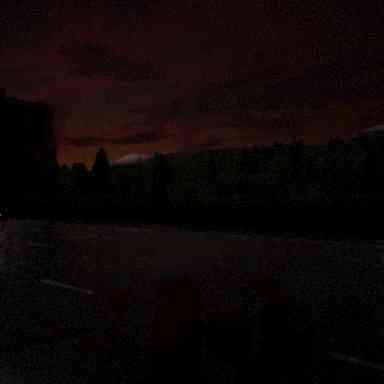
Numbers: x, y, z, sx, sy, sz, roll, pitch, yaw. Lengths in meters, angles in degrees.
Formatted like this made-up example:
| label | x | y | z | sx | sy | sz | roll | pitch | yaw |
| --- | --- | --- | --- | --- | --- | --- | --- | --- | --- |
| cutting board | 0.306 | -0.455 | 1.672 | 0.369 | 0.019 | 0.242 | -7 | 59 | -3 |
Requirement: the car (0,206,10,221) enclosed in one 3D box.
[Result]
| label | x | y | z | sx | sy | sz | roll | pitch | yaw |
| --- | --- | --- | --- | --- | --- | --- | --- | --- | --- |
| car | -18.374 | 1.878 | 29.952 | 5.008 | 1.535 | 1.882 | -1 | -1 | 35 |
